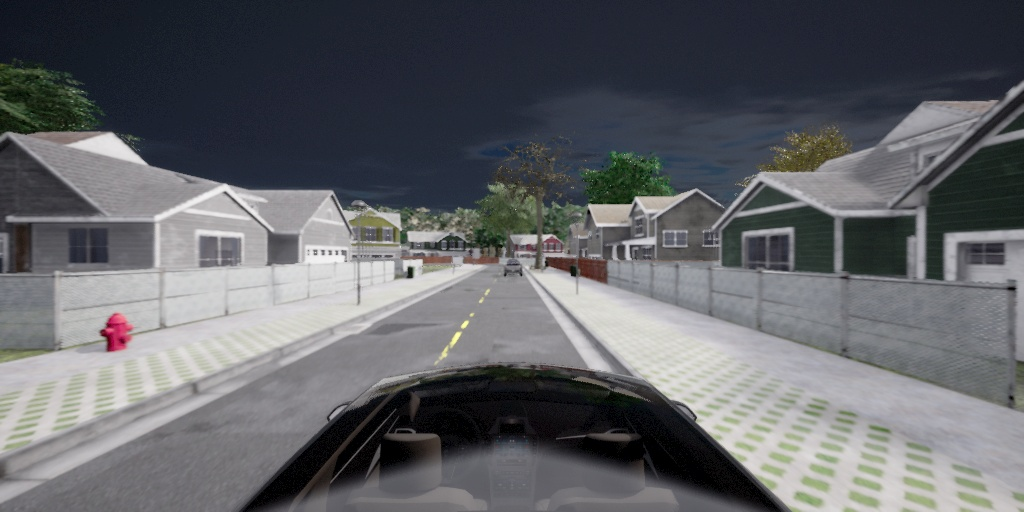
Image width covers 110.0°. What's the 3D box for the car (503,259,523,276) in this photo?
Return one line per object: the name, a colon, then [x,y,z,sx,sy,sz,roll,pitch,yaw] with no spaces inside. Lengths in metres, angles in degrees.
car: [0.124,1.212,36.755,2.128,1.511,4.902,0,0,0]
